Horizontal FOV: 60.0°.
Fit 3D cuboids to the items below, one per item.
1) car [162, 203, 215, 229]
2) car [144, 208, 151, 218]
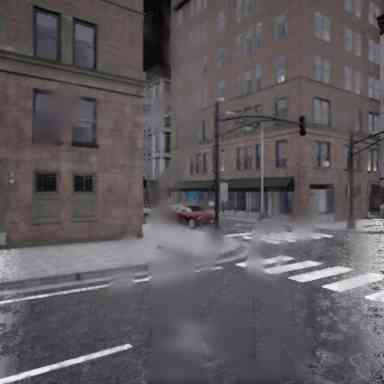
[{"bbox_3d":[-0.193,1.551,22.544,1.882,1.535,5.008,0,0,-35],"label":"car"},{"bbox_3d":[-5.562,1.634,30.148,1.895,1.301,4.718,0,0,-35],"label":"car"}]
